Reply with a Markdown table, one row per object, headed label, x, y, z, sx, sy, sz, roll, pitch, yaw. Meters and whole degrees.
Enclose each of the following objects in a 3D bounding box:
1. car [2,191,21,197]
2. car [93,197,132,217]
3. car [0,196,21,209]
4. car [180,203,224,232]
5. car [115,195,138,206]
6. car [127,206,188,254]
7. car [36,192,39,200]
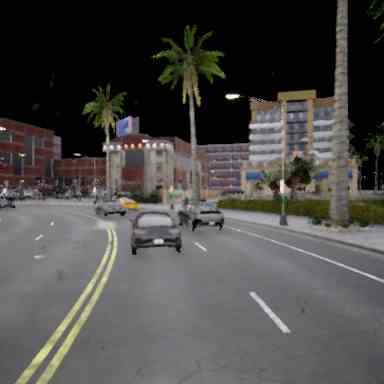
| label | x | y | z | sx | sy | sz | roll | pitch | yaw |
| --- | --- | --- | --- | --- | --- | --- | --- | --- | --- |
| car | -40.391 | 1.223 | 75.474 | 4.553 | 1.767 | 2.185 | 0 | 0 | 14 |
| car | -7.644 | 1.496 | 30.727 | 2.033 | 1.411 | 5.357 | 0 | 0 | -29 |
| car | -24.785 | 1.554 | 43.257 | 4.181 | 1.385 | 1.994 | 0 | 0 | 32 |
| car | 0.400 | 1.434 | 19.981 | 2.128 | 1.511 | 4.902 | 0 | 0 | -16 |
| car | -7.773 | 1.409 | 37.059 | 1.882 | 1.535 | 5.008 | 0 | 0 | -36 |
| car | -1.565 | 1.495 | 13.457 | 1.812 | 1.442 | 4.674 | 0 | 0 | -11 |
| car | -38.571 | 1.346 | 82.852 | 4.193 | 1.474 | 1.816 | 0 | 0 | 14 |
